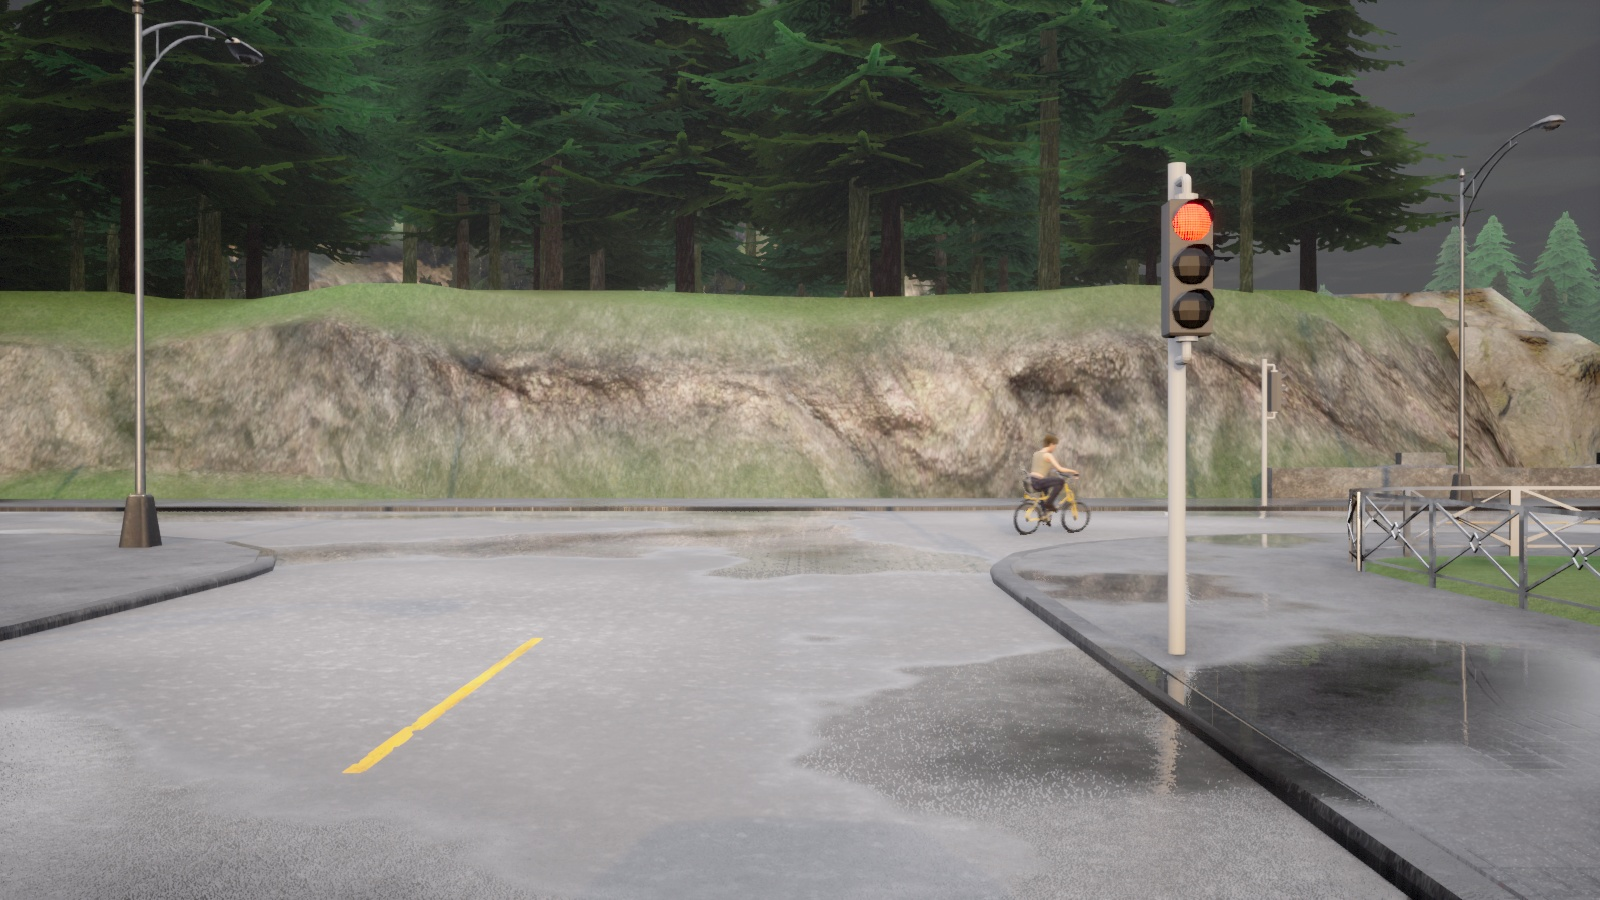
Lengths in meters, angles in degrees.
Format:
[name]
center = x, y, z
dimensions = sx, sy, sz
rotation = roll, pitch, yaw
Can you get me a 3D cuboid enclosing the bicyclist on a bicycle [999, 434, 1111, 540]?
[bicyclist on a bicycle]
center = 4.122, 0.572, 20.316
dimensions = 1.509, 1.612, 0.866
rotation = 0, 4, -25
